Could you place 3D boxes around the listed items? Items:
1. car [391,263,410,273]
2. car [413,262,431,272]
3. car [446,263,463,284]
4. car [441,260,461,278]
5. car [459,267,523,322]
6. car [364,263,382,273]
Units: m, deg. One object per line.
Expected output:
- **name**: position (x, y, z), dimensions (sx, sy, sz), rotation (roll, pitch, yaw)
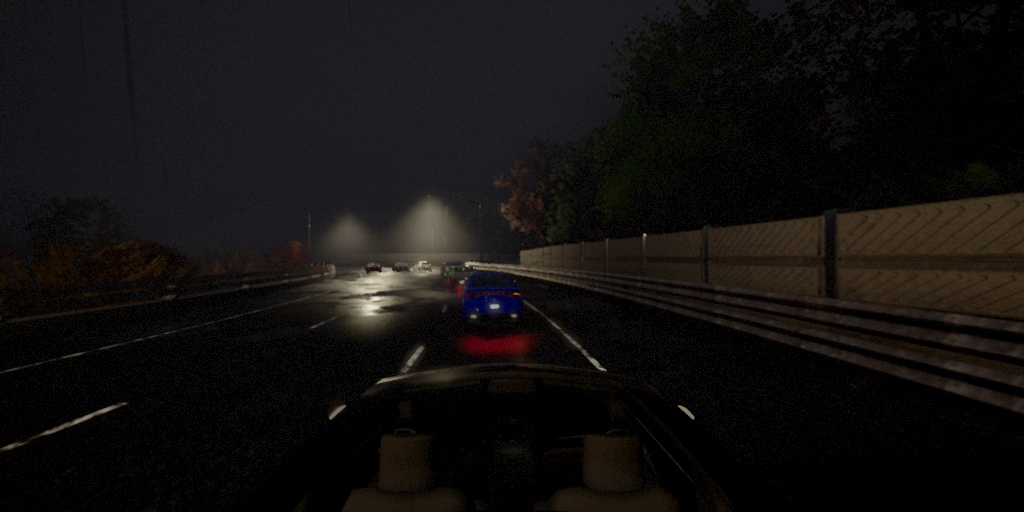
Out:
- **car**: position (-15.518, 1.655, 49.851), dimensions (1.895, 1.301, 4.718), rotation (0, 0, -26)
- **car**: position (-13.275, 1.598, 53.011), dimensions (1.812, 1.442, 4.674), rotation (0, 0, -28)
- **car**: position (-4.068, 1.524, 29.606), dimensions (1.895, 1.301, 4.718), rotation (0, 0, -14)
- **car**: position (-6.136, 1.322, 37.122), dimensions (2.097, 1.767, 4.553), rotation (0, 0, -17)
- **car**: position (-0.815, 1.295, 12.678), dimensions (1.882, 1.535, 5.008), rotation (0, 0, -7)
- **car**: position (-19.226, 1.655, 49.413), dimensions (1.895, 1.301, 4.718), rotation (0, 0, -27)
